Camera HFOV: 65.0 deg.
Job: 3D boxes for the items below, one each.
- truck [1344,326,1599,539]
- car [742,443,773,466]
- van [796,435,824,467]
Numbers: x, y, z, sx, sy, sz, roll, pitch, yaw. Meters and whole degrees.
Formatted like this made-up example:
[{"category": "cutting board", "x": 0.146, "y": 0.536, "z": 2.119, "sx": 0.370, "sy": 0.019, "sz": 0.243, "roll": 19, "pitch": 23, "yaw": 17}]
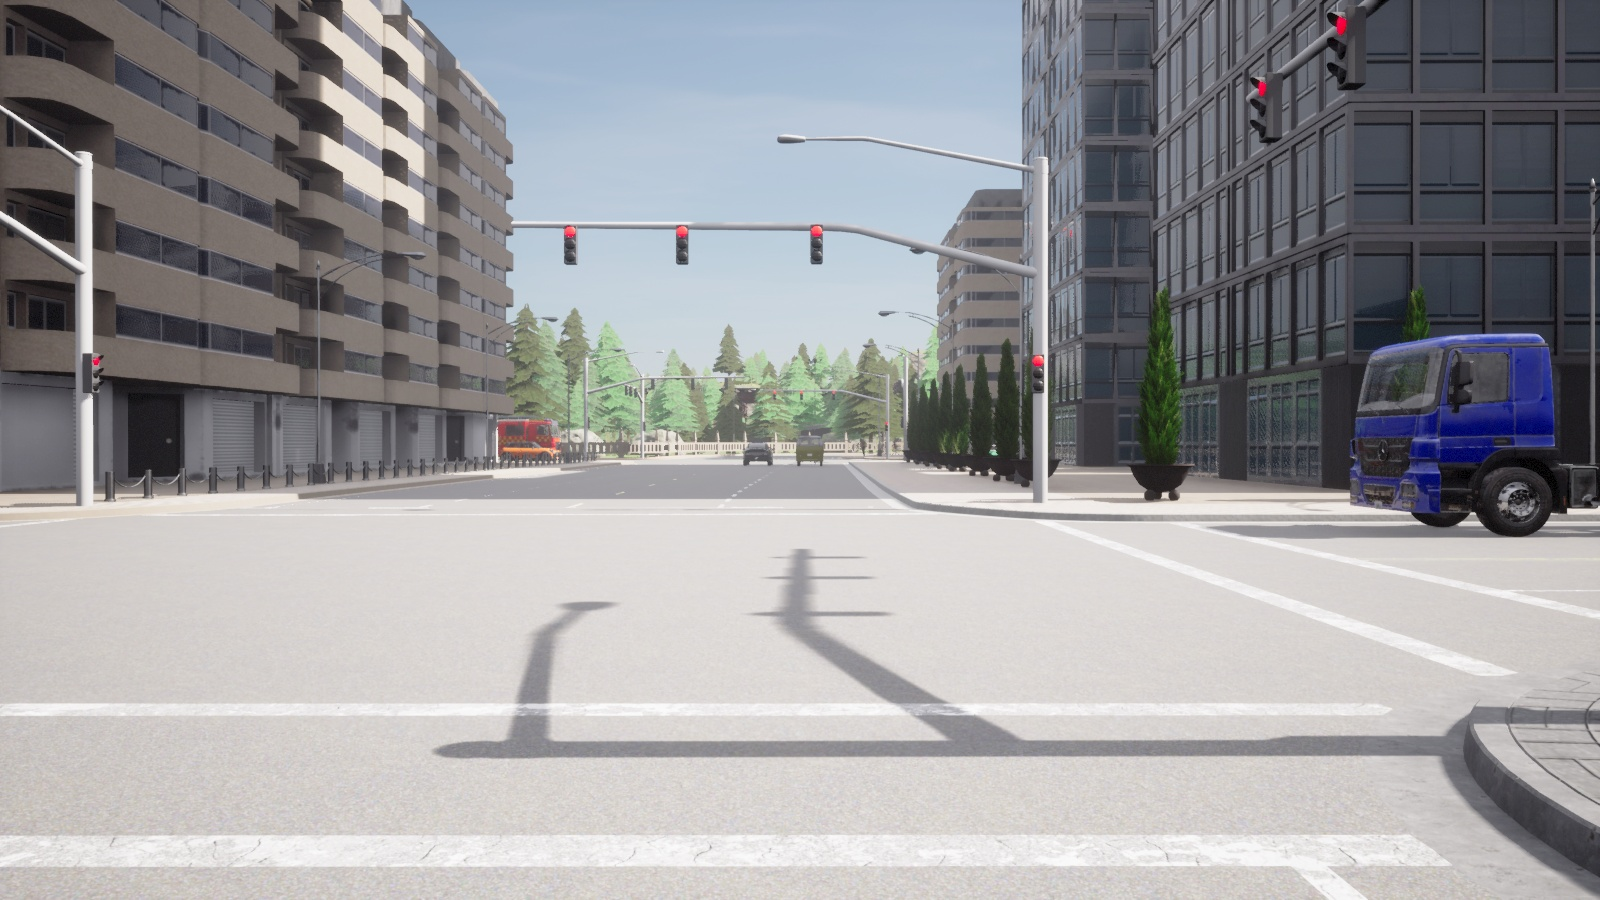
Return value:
[{"category": "truck", "x": 14.035, "y": -0.292, "z": 21.786, "sx": 7.936, "sy": 3.462, "sz": 2.891, "roll": 0, "pitch": 0, "yaw": 1}, {"category": "car", "x": -2.794, "y": 0.274, "z": 84.086, "sx": 1.837, "sy": 1.490, "sz": 4.892, "roll": 0, "pitch": 0, "yaw": 1}, {"category": "van", "x": 0.655, "y": 0.041, "z": 81.252, "sx": 1.775, "sy": 1.987, "sz": 4.442, "roll": 0, "pitch": 0, "yaw": 1}]
